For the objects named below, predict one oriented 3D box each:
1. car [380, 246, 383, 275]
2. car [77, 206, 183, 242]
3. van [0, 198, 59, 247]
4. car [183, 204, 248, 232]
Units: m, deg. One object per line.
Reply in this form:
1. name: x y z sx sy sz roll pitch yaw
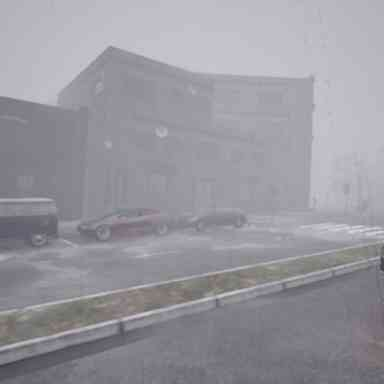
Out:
1. car: 6.428 1.460 8.020 4.902 1.511 2.128 0 0 -35
2. car: -3.178 1.469 16.424 4.792 1.488 2.163 0 0 -36
3. van: -7.739 1.230 13.152 4.442 1.987 1.878 0 0 -36
4. car: 1.279 1.464 19.640 4.674 1.452 2.002 0 -1 -36
